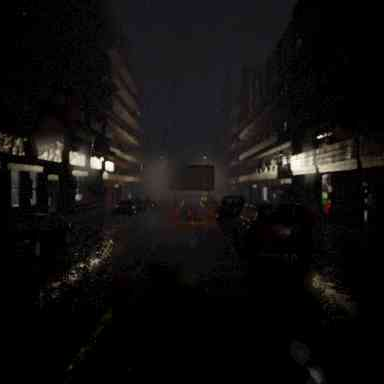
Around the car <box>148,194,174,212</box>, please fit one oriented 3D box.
[{"bbox_3d":[-3.099,1.265,34.546,1.812,1.442,4.674,0,0,0],"label":"car"}]

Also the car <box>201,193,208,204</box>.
[{"bbox_3d":[2.675,1.140,51.247,1.752,1.417,4.829,-1,0,0],"label":"car"}]

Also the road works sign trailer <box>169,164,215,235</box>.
[{"bbox_3d":[0.002,0.330,17.705,2.380,3.560,2.880,0,0,1],"label":"road works sign trailer"}]

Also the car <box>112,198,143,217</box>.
[{"bbox_3d":[-5.702,1.365,28.697,1.802,1.307,4.206,-1,0,0],"label":"car"}]

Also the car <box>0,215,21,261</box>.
[{"bbox_3d":[-5.693,1.266,6.288,2.192,1.841,5.009,-1,0,0],"label":"car"}]

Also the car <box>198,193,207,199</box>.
[{"bbox_3d":[2.671,0.934,84.688,1.947,1.339,4.313,-1,0,0],"label":"car"}]

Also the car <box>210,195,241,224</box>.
[{"bbox_3d":[2.675,1.141,23.066,2.192,1.841,5.009,-1,0,0],"label":"car"}]

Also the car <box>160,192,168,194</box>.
[{"bbox_3d":[-5.706,1.125,56.707,2.008,1.369,4.403,-1,0,0],"label":"car"}]

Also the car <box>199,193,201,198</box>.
[{"bbox_3d":[2.674,1.140,56.679,1.947,1.339,4.313,-1,0,0],"label":"car"}]

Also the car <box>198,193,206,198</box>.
[{"bbox_3d":[2.671,0.877,90.291,2.008,1.369,4.403,-1,0,0],"label":"car"}]

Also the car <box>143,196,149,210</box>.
[{"bbox_3d":[-5.703,1.323,34.299,1.802,1.307,4.206,-1,0,0],"label":"car"}]

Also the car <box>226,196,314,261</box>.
[{"bbox_3d":[2.676,1.225,11.862,2.192,1.841,5.009,-1,0,0],"label":"car"}]

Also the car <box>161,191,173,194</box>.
[{"bbox_3d":[-5.710,0.806,67.909,2.192,1.841,5.009,-1,0,0],"label":"car"}]

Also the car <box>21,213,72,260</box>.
[{"bbox_3d":[-5.708,1.460,11.892,2.008,1.369,4.403,-1,0,0],"label":"car"}]

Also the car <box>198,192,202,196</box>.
[{"bbox_3d":[2.672,0.973,62.280,1.967,1.590,4.097,-1,0,0],"label":"car"}]
